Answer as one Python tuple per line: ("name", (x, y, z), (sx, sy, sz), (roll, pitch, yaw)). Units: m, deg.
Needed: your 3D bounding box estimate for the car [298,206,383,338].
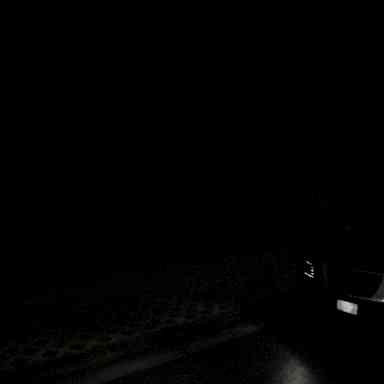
("car", (4.389, 1.225, 6.191), (5.566, 2.045, 2.150), (0, 0, -35))
